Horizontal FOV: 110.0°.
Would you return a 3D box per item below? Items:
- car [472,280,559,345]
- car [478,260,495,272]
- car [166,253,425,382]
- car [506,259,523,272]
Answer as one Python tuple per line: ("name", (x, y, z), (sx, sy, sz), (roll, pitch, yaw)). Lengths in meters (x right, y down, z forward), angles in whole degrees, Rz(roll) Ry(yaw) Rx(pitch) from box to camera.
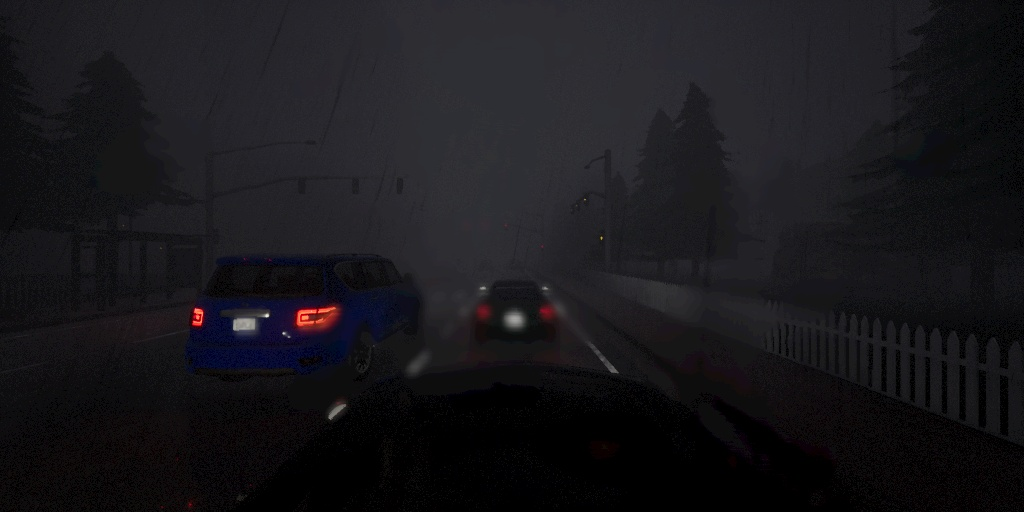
("car", (0.089, 1.314, 9.556), (1.994, 1.385, 4.181), (0, 0, 1))
("car", (-3.222, 1.242, 45.570), (2.128, 1.511, 4.902), (0, 0, 1))
("car", (-3.404, 0.972, 7.276), (2.150, 2.045, 5.566), (0, 0, 0))
("car", (0.281, 1.102, 45.664), (2.097, 1.767, 4.553), (0, 0, 0))
